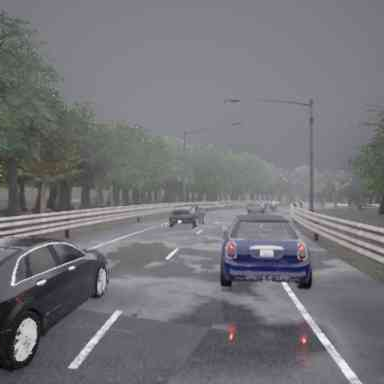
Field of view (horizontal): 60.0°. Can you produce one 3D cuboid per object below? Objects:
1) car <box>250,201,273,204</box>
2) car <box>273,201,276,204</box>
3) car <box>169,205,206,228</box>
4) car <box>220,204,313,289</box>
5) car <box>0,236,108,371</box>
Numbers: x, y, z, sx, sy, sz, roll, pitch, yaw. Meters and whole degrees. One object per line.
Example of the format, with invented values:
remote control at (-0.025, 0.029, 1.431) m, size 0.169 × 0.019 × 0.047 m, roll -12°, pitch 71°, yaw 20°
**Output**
car at (7.581, 1.858, 38.207) m, size 2.128 × 1.511 × 4.902 m, roll 0°, pitch -1°, yaw 21°
car at (11.173, 2.035, 47.852) m, size 1.837 × 1.490 × 4.892 m, roll 0°, pitch -1°, yaw 26°
car at (-0.249, 1.674, 23.886) m, size 1.837 × 1.490 × 4.892 m, roll 0°, pitch -1°, yaw 13°
car at (1.899, 1.402, 9.535) m, size 2.097 × 1.767 × 4.553 m, roll 0°, pitch 0°, yaw 6°
car at (-2.956, 1.535, 5.765) m, size 1.837 × 1.490 × 4.892 m, roll 0°, pitch 0°, yaw 4°
